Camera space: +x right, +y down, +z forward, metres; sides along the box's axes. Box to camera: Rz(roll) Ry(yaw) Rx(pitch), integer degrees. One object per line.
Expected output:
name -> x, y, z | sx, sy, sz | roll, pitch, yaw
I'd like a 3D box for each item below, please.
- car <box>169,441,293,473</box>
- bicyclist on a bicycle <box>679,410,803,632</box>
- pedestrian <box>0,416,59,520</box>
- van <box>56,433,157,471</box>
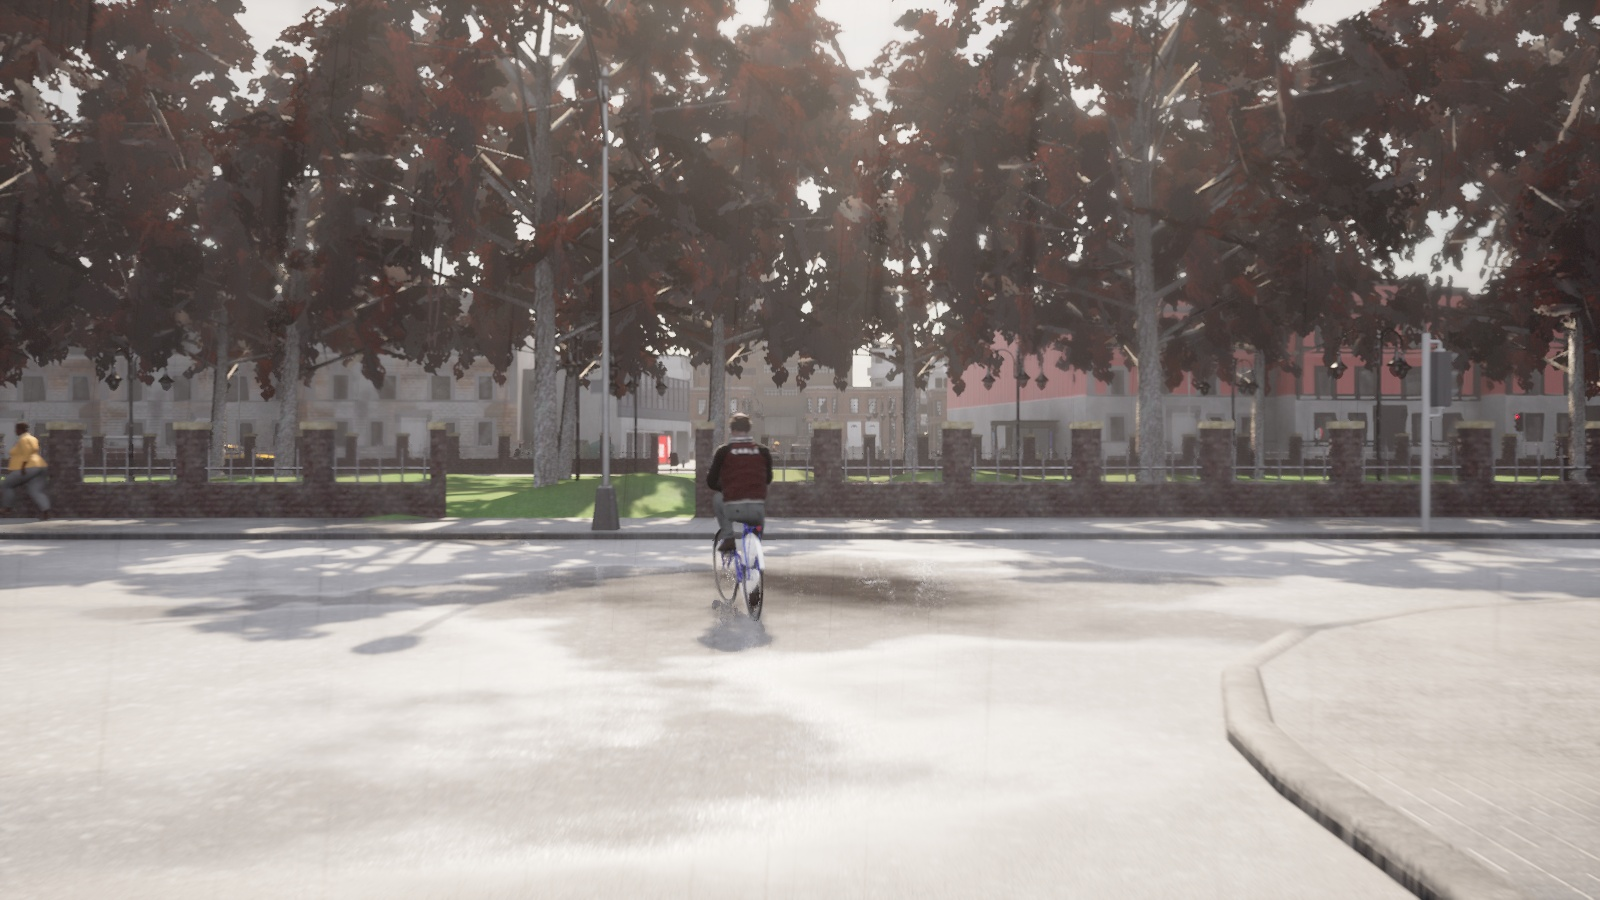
car -> -28.407, 0.330, 62.797 | 5.366, 1.575, 1.801 | 0, 0, 0
bicyclist on a bicycle -> -0.559, 0.558, 11.025 | 0.659, 1.776, 1.843 | -1, 1, -15
pedestrian -> -14.175, 0.324, 22.805 | 0.900, 1.855, 0.874 | 0, 0, 0
van -> -36.870, 0.116, 66.827 | 4.442, 1.987, 1.775 | 0, 0, 0
